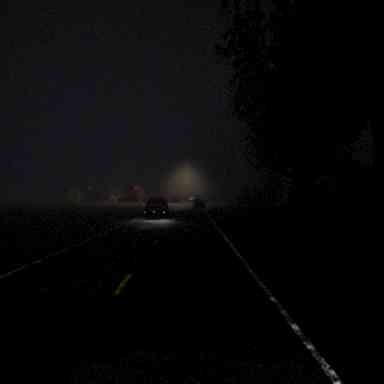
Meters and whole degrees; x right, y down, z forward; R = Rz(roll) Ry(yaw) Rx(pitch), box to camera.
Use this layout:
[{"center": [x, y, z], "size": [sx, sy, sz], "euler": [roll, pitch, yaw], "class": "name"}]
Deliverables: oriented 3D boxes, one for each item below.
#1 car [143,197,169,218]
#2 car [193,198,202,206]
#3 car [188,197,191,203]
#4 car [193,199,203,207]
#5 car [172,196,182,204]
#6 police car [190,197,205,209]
[{"center": [-3.565, 1.520, 34.018], "size": [2.150, 2.045, 5.566], "euler": [0, -1, 0], "class": "car"}, {"center": [1.113, 2.030, 69.039], "size": [1.882, 1.535, 5.008], "euler": [0, 0, 0], "class": "car"}, {"center": [0.080, 2.040, 87.407], "size": [2.128, 1.511, 4.902], "euler": [0, 0, 0], "class": "car"}, {"center": [1.107, 2.019, 63.037], "size": [1.837, 1.490, 4.892], "euler": [0, 0, 0], "class": "car"}, {"center": [-3.431, 1.793, 76.401], "size": [2.097, 1.767, 4.553], "euler": [0, 0, 0], "class": "car"}, {"center": [1.098, 1.871, 53.147], "size": [1.930, 1.638, 5.238], "euler": [0, 0, 0], "class": "police car"}]
